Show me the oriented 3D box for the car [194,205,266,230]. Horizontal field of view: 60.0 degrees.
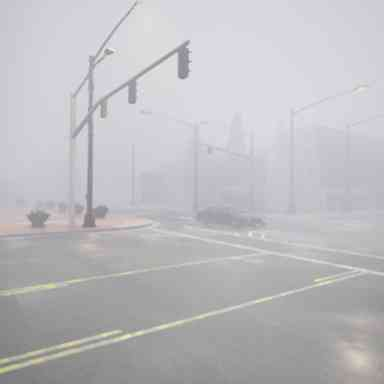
[{"bbox_3d":[2.358,1.612,22.190,2.033,1.411,5.357,1,0,-38],"label":"car"}]
